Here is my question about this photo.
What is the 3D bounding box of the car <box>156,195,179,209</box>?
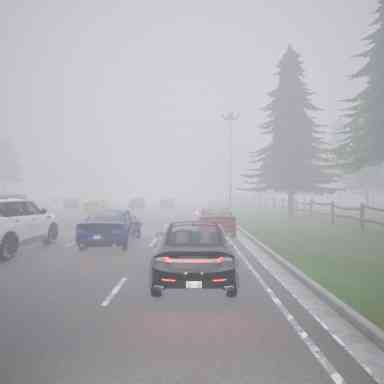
[{"bbox_3d":[-3.395,1.490,46.362,2.128,1.511,4.902,0,0,0],"label":"car"}]

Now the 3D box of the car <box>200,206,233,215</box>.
[{"bbox_3d":[1.227,1.477,17.888,1.882,1.535,5.008,0,0,0],"label":"car"}]

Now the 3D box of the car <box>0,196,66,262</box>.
[{"bbox_3d":[-6.899,1.221,12.234,2.150,2.045,5.566,0,0,0],"label":"car"}]

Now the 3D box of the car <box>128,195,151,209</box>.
[{"bbox_3d":[-6.895,1.491,42.328,2.128,1.511,4.902,0,0,0],"label":"car"}]

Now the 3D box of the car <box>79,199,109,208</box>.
[{"bbox_3d":[-10.395,1.477,36.664,1.882,1.535,5.008,0,0,0],"label":"car"}]

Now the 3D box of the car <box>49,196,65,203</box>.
[{"bbox_3d":[-28.247,1.552,69.526,1.994,1.385,4.181,0,0,-36],"label":"car"}]

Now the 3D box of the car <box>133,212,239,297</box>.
[{"bbox_3d":[0.053,1.491,8.547,2.128,1.511,4.902,0,0,0],"label":"car"}]

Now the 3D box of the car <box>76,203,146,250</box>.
[{"bbox_3d":[-3.399,1.477,14.385,1.882,1.535,5.008,0,0,0],"label":"car"}]

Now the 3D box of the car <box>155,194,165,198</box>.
[{"bbox_3d":[-6.989,1.538,80.830,2.033,1.411,5.357,0,0,0],"label":"car"}]

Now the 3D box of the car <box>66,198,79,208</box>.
[{"bbox_3d":[-16.268,1.490,45.097,2.128,1.511,4.902,0,0,-14],"label":"car"}]

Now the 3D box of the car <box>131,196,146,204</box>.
[{"bbox_3d":[-10.392,1.546,64.677,2.033,1.411,5.357,0,0,0],"label":"car"}]
